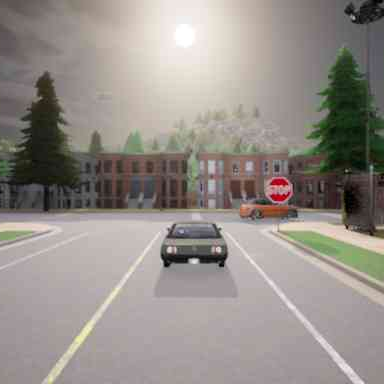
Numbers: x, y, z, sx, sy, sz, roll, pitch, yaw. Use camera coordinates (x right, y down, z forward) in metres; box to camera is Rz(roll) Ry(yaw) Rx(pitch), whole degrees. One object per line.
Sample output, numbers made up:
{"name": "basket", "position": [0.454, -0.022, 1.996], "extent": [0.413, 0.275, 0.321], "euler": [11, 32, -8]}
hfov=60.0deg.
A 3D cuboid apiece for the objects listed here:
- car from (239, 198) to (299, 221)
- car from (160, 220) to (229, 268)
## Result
{"name": "car", "position": [6.138, 1.284, 26.423], "extent": [4.553, 1.767, 2.097], "euler": [0, 1, -16]}
{"name": "car", "position": [0.072, 1.581, 11.194], "extent": [1.895, 1.301, 4.718], "euler": [0, 0, 0]}
